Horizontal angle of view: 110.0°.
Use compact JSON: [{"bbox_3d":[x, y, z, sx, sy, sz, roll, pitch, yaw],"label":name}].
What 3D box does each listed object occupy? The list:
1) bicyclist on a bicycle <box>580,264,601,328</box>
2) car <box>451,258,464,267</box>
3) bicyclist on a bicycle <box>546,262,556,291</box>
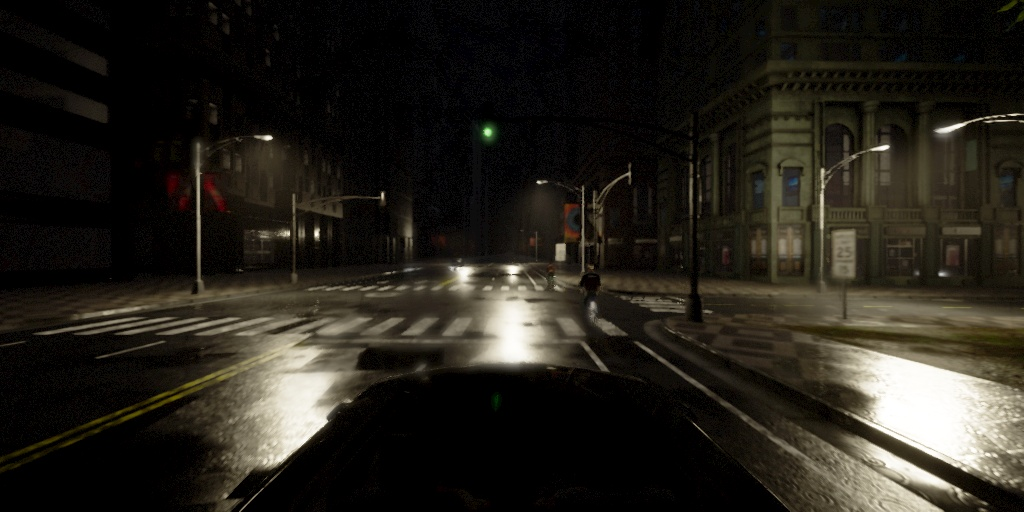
[{"bbox_3d":[2.256,1.122,10.480,0.659,1.776,1.843,0,0,0],"label":"bicyclist on a bicycle"},{"bbox_3d":[-9.714,1.191,64.594,2.128,1.511,4.902,0,0,0],"label":"car"},{"bbox_3d":[2.267,1.201,20.732,0.582,1.620,1.656,0,0,0],"label":"bicyclist on a bicycle"}]
